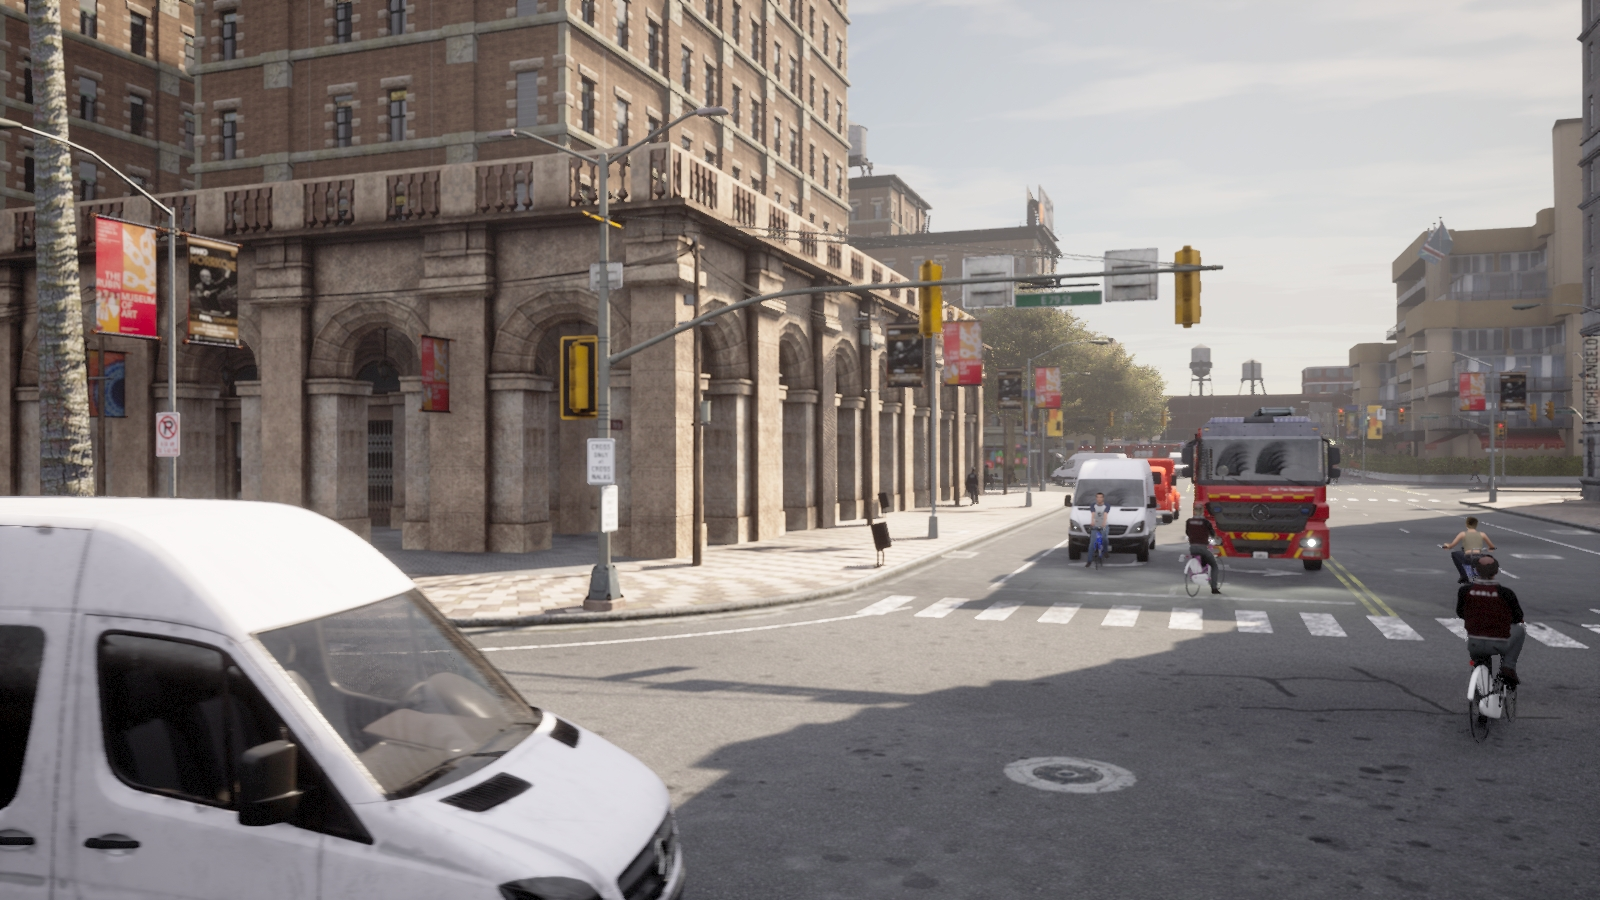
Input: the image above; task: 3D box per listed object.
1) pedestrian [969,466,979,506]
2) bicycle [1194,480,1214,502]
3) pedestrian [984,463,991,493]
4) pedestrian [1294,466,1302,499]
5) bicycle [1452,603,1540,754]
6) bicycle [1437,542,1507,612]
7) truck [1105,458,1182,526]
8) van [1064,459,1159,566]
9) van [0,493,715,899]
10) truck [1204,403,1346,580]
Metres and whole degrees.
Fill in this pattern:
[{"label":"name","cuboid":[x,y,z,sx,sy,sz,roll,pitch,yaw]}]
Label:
[{"label":"pedestrian","cuboid":[8.289,1.719,54.470,0.375,1.860,0.375,0,0,23]},{"label":"bicycle","cuboid":[21.888,2.213,61.928,0.329,1.171,1.835,0,0,42]},{"label":"pedestrian","cuboid":[11.495,1.724,70.115,0.375,1.860,0.375,0,0,21]},{"label":"pedestrian","cuboid":[27.991,1.841,64.240,0.375,1.860,0.375,0,0,22]},{"label":"bicycle","cuboid":[6.900,2.207,11.294,0.329,1.171,1.835,-1,0,44]},{"label":"bicycle","cuboid":[12.032,2.249,20.494,0.859,1.080,1.487,0,0,21]},{"label":"truck","cuboid":[13.662,1.575,45.204,2.627,2.467,5.204,0,0,20]},{"label":"van","cuboid":[8.538,1.541,30.943,1.988,2.561,5.915,0,0,20]},{"label":"van","cuboid":[-3.529,1.546,5.787,5.915,2.561,1.988,0,0,6]},{"label":"truck","cuboid":[11.883,0.890,29.183,2.891,3.827,8.468,0,0,20]}]
